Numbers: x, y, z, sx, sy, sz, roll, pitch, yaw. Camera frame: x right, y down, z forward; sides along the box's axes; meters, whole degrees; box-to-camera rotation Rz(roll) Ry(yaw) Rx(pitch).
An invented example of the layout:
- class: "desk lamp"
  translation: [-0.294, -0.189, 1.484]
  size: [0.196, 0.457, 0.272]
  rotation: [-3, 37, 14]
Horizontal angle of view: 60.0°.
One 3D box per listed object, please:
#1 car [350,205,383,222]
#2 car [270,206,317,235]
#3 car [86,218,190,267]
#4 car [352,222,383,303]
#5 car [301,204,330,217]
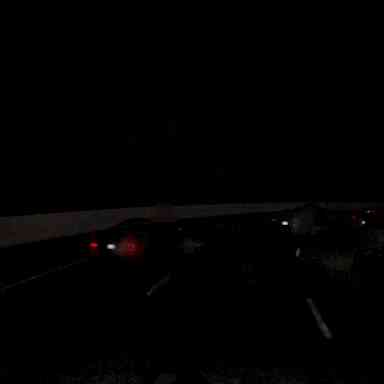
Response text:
- class: "car"
  translation: [13.924, 1.951, 25.892]
  size: [1.895, 1.301, 4.718]
  rotation: [0, -1, 40]
- class: "car"
  translation: [6.366, 1.813, 21.004]
  size: [1.994, 1.385, 4.181]
  rotation: [0, -1, 29]
- class: "car"
  translation: [-1.627, 1.653, 11.984]
  size: [2.033, 1.411, 5.357]
  rotation: [0, -1, 16]
- class: "car"
  translation: [4.479, 1.583, 6.069]
  size: [2.128, 1.511, 4.902]
  rotation: [0, -1, 9]
- class: "car"
  translation: [12.386, 1.971, 34.596]
  size: [5.357, 1.411, 2.033]
  rotation: [1, -1, -42]
